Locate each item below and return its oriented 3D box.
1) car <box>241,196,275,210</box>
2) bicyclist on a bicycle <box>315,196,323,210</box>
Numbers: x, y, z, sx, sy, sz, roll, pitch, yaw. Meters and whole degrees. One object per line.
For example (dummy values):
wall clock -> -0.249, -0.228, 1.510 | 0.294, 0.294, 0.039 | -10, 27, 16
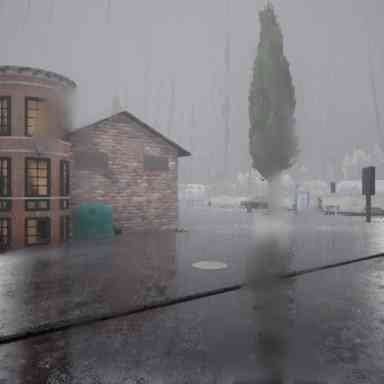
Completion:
car -> 8.362, 1.352, 42.787 | 2.097, 1.767, 4.553 | 0, 0, -36
bicyclist on a bicycle -> 15.376, 1.348, 40.196 | 1.656, 1.620, 0.582 | 0, 0, -36
